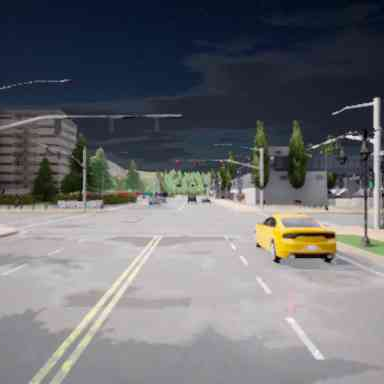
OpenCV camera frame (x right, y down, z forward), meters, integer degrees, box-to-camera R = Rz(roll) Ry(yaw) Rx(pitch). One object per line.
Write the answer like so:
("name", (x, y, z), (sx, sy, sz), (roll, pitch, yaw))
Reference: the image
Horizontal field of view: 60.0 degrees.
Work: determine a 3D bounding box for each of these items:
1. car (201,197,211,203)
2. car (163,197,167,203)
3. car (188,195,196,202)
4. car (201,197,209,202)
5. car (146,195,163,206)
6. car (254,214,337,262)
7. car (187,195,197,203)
("car", (3.508, 1.997, 80.273), (1.895, 1.301, 4.718), (0, 0, 0))
("car", (-6.992, 1.925, 77.894), (2.128, 1.511, 4.902), (0, 0, 0))
("car", (0.009, 1.675, 90.523), (2.097, 1.767, 4.553), (0, 0, 0))
("car", (3.509, 1.915, 90.582), (1.895, 1.301, 4.718), (0, 0, 0))
("car", (-7.019, 1.824, 62.336), (1.837, 1.490, 4.892), (0, 0, 0))
("car", (3.580, 1.542, 12.364), (1.882, 1.535, 5.008), (0, -1, 0))
("car", (0.008, 1.626, 79.901), (2.150, 2.045, 5.566), (0, 0, 0))
